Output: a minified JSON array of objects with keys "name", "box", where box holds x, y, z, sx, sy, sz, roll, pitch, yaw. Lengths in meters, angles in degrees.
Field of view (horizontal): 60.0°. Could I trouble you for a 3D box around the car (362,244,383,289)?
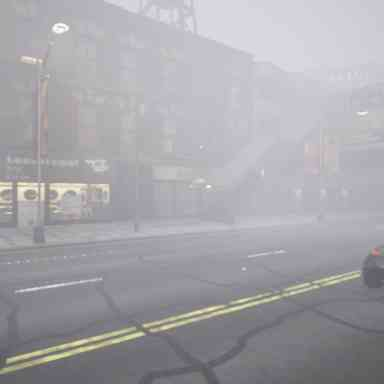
[{"name":"car","box":[5.871,1.673,7.817,4.181,1.385,1.994,5,4,-37]}]
